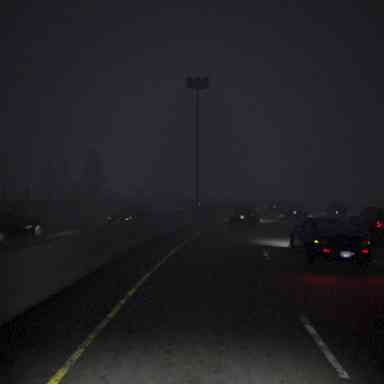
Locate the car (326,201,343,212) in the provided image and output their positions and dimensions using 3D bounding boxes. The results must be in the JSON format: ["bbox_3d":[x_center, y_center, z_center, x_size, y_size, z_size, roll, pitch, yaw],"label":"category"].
[{"bbox_3d":[14.675,1.677,33.628,1.837,1.490,4.892,0,-1,24],"label":"car"}]

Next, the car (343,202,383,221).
[{"bbox_3d":[8.916,1.427,15.646,2.097,1.767,4.553,0,0,11],"label":"car"}]

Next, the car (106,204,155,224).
[{"bbox_3d":[-4.036,1.598,22.659,1.837,1.490,4.892,0,0,14],"label":"car"}]

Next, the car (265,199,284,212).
[{"bbox_3d":[10.886,1.734,41.743,2.163,1.488,4.792,0,-1,27],"label":"car"}]

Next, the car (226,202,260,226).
[{"bbox_3d":[3.921,1.677,24.525,1.994,1.385,4.181,0,0,15],"label":"car"}]

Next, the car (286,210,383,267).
[{"bbox_3d":[4.640,1.578,11.608,1.812,1.442,4.674,0,0,8],"label":"car"}]

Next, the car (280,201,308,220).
[{"bbox_3d":[9.333,1.711,29.762,1.994,1.385,4.181,0,0,20],"label":"car"}]

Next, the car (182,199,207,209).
[{"bbox_3d":[0.526,1.865,52.371,2.033,1.411,5.357,0,-1,31],"label":"car"}]

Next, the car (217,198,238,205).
[{"bbox_3d":[5.880,1.689,54.313,2.097,1.767,4.553,0,-1,33],"label":"car"}]

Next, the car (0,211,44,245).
[{"bbox_3d":[-9.015,1.611,15.822,1.994,1.385,4.181,0,0,10],"label":"car"}]

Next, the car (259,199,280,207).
[{"bbox_3d":[13.901,1.991,59.646,1.895,1.301,4.718,0,-1,38],"label":"car"}]
